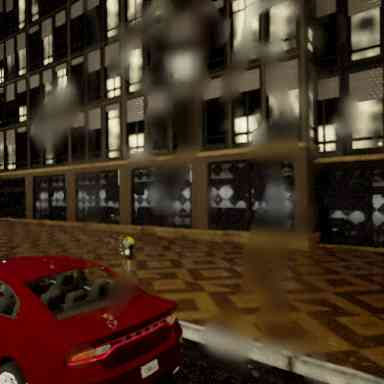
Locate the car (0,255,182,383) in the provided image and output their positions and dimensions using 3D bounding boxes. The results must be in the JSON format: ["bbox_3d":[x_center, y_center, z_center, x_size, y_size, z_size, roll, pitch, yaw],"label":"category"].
[{"bbox_3d":[-2.217,1.539,4.470,4.507,1.381,1.887,0,-1,35],"label":"car"}]
